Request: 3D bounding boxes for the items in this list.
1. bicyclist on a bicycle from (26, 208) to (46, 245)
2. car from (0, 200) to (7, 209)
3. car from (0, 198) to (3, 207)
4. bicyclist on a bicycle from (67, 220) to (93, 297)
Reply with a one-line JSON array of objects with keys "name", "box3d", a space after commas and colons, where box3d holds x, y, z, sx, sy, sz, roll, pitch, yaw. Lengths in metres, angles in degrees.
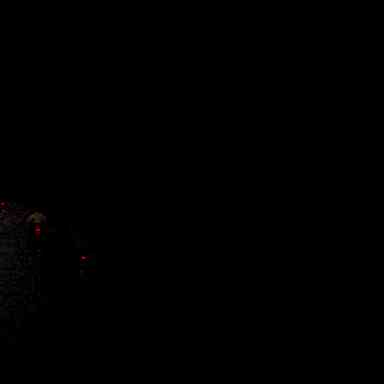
[{"name": "bicyclist on a bicycle", "box3d": [-6.949, 1.507, 14.903, 0.866, 1.612, 1.509, -1, 0, -32]}, {"name": "car", "box3d": [-29.366, 1.890, 50.457, 1.812, 1.442, 4.674, -1, 0, -31]}, {"name": "car", "box3d": [-37.471, 2.001, 63.591, 2.128, 1.511, 4.902, -1, 0, -31]}, {"name": "bicyclist on a bicycle", "box3d": [-2.557, 1.471, 7.637, 0.582, 1.620, 1.656, -1, 0, -31]}]
